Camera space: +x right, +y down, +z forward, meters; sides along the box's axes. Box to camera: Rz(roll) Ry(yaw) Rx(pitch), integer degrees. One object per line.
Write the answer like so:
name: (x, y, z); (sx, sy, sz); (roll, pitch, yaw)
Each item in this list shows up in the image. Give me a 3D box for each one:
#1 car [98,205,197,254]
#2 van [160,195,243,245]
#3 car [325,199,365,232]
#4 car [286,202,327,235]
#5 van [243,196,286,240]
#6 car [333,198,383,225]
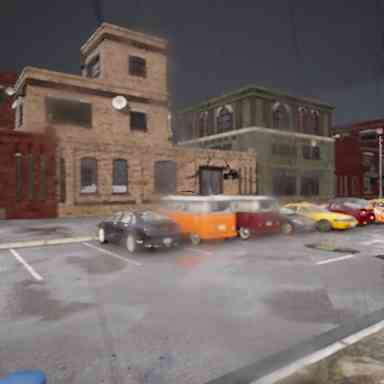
car: (-2.238, 1.421, 13.422); (2.231, 1.521, 4.892); (0, 0, -35)
van: (-0.044, 1.181, 15.131); (1.878, 1.987, 4.442); (0, 0, -35)
car: (6.931, 1.365, 19.713); (1.946, 1.575, 5.366); (0, 0, -35)
car: (4.556, 1.421, 18.257); (2.002, 1.452, 4.674); (0, 0, -35)
van: (2.223, 1.169, 16.740); (1.878, 1.987, 4.442); (0, 0, -35)
car: (9.093, 1.354, 21.469); (2.097, 1.535, 5.008); (0, 0, -35)
